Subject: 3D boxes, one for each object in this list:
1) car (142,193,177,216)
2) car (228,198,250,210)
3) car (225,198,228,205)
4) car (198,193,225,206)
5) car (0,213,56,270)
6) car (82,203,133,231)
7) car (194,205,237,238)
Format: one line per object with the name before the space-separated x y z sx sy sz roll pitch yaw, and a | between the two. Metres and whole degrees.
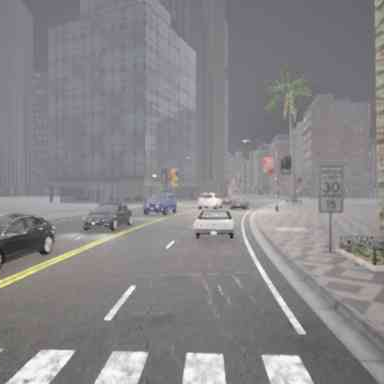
car | -3.017 1.155 32.685 2.150 2.045 5.566 0 0 12
car | 6.121 1.507 41.953 1.994 1.385 4.181 0 0 15
car | 5.318 1.525 51.050 1.895 1.301 4.718 0 0 20
car | 2.236 1.155 40.775 2.150 2.045 5.566 0 0 15
car | -6.067 1.475 10.465 1.837 1.490 4.892 0 0 4
car | -5.057 1.458 20.536 1.837 1.490 4.892 0 0 7
car | 1.253 1.572 17.429 1.895 1.301 4.718 0 0 6
